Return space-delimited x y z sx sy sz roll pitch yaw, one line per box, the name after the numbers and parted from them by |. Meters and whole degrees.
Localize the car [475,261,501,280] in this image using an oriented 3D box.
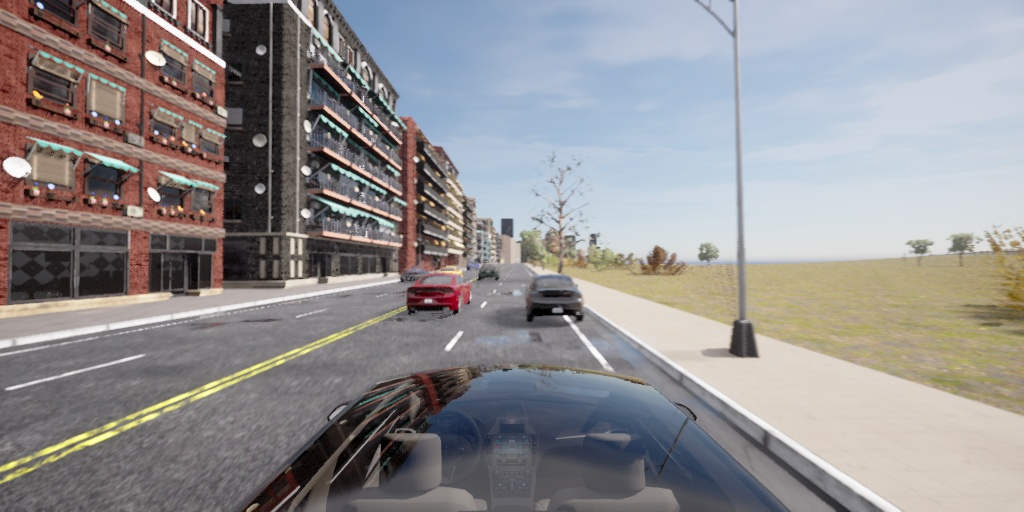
-2.352 1.632 38.350 2.097 1.767 4.553 0 -1 1 | car

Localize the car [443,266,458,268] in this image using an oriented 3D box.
-5.899 1.724 33.825 1.882 1.535 5.008 0 -1 1 | car

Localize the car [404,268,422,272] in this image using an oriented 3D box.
-9.145 1.838 33.987 1.994 1.385 4.181 0 -1 1 | car

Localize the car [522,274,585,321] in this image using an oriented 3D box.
1.405 1.404 13.060 1.837 1.490 4.892 0 -1 1 | car

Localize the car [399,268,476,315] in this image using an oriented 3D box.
-2.845 1.435 14.884 1.882 1.535 5.008 0 -1 1 | car
